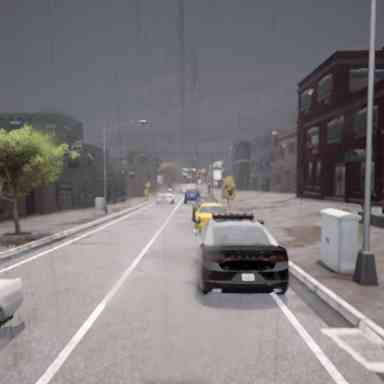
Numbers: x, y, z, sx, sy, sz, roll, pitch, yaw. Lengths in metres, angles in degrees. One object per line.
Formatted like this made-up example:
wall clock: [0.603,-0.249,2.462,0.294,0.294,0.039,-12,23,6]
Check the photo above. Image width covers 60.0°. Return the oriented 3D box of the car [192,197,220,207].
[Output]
car: [1.056,1.290,18.895,1.801,1.575,5.366,0,1,0]

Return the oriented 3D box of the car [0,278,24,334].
car: [-3.599,1.587,3.059,1.895,1.301,4.718,0,0,0]

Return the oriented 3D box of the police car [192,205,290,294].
police car: [1.053,1.371,8.812,1.930,1.638,5.238,0,0,0]

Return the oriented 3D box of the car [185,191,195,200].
car: [-0.324,0.635,59.374,1.812,1.442,4.674,0,1,0]

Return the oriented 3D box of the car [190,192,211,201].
car: [1.057,1.098,24.678,2.097,1.767,4.553,0,1,0]

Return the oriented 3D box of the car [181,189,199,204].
car: [0.031,0.575,45.862,2.150,2.045,5.566,0,1,0]

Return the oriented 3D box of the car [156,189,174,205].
car: [-3.572,0.588,45.152,2.150,2.045,5.566,0,1,0]
